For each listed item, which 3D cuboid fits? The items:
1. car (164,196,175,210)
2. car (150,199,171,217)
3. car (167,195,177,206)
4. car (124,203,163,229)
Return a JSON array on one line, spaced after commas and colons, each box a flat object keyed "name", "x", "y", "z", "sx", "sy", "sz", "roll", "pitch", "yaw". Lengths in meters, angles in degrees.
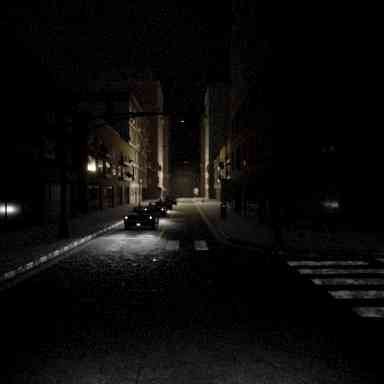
[{"name": "car", "x": -3.451, "y": 1.547, "z": 41.043, "sx": 1.994, "sy": 1.385, "sz": 4.181, "roll": 0, "pitch": 0, "yaw": -1}, {"name": "car", "x": -3.317, "y": 1.591, "z": 30.970, "sx": 1.895, "sy": 1.301, "sz": 4.718, "roll": 0, "pitch": 0, "yaw": -1}, {"name": "car", "x": -3.573, "y": 1.318, "z": 55.305, "sx": 2.097, "sy": 1.767, "sz": 4.553, "roll": 0, "pitch": 0, "yaw": -1}, {"name": "car", "x": -3.180, "y": 1.596, "z": 21.741, "sx": 1.895, "sy": 1.301, "sz": 4.718, "roll": 0, "pitch": 0, "yaw": -1}]
